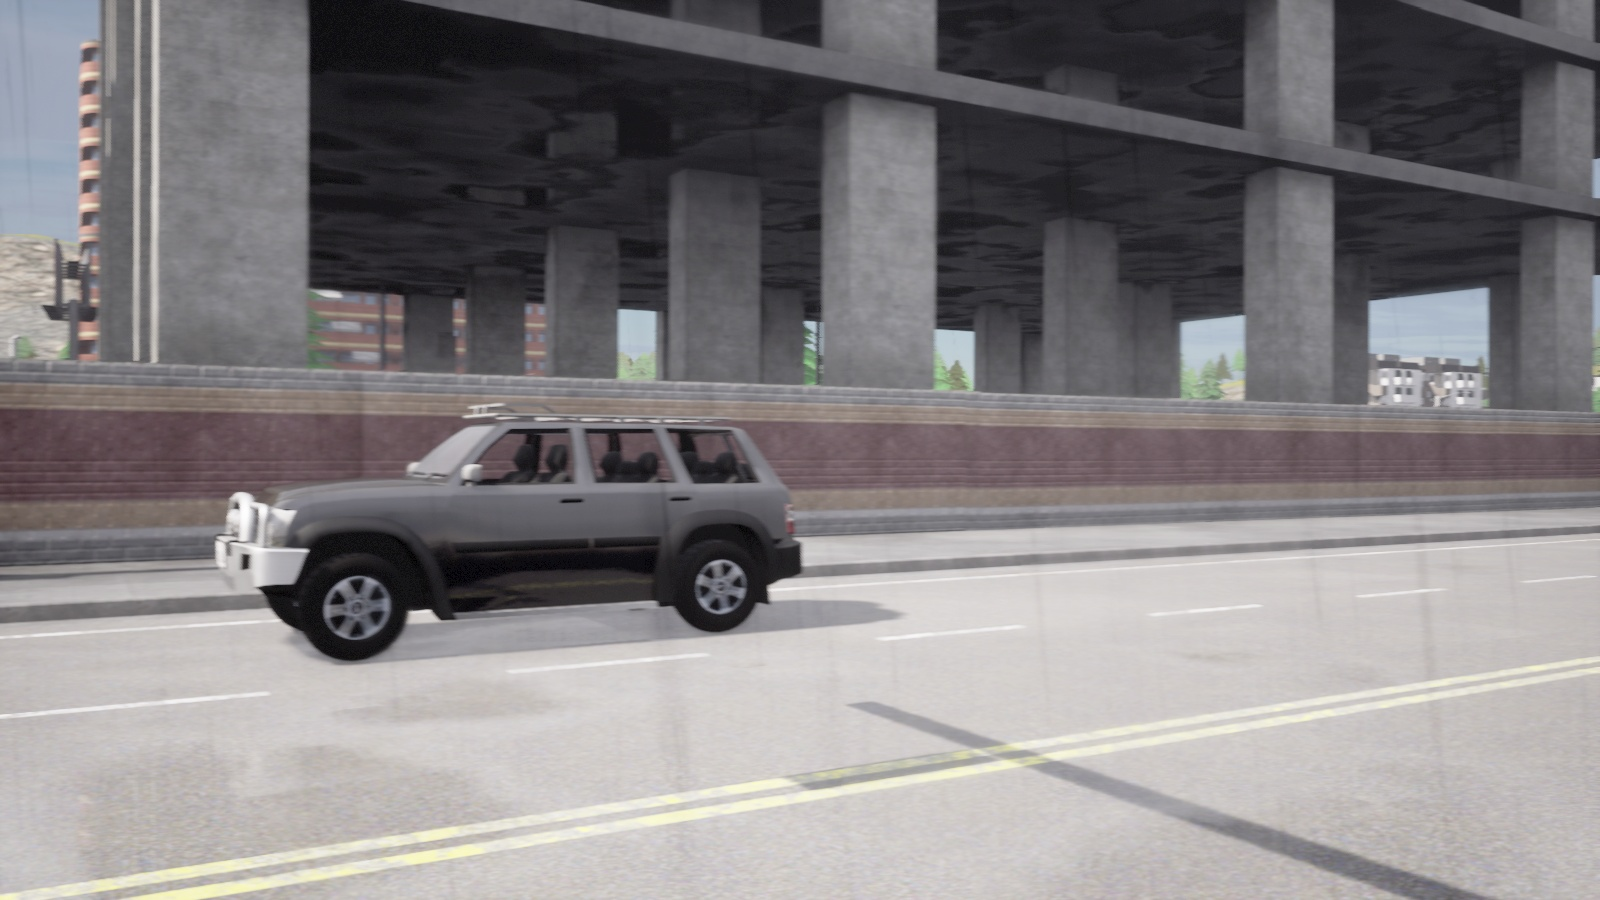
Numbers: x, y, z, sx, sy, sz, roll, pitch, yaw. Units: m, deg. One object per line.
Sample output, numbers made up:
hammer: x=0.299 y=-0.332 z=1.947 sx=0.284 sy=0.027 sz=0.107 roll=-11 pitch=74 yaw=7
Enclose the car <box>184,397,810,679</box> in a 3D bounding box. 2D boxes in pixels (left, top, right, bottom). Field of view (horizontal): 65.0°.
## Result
car: x=-2.390 y=0.580 z=10.252 sx=4.605 sy=1.855 sz=1.932 roll=0 pitch=0 yaw=-31
